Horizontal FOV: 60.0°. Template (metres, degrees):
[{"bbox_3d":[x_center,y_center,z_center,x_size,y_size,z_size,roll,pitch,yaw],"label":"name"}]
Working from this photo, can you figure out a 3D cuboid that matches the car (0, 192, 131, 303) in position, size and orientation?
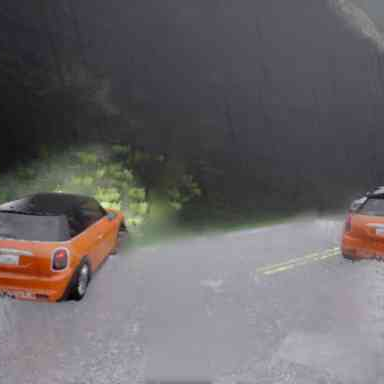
[{"bbox_3d":[-2.863,0.800,7.372,2.097,1.767,4.553,5,8,0],"label":"car"}]

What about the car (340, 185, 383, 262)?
[{"bbox_3d":[5.711,0.753,8.199,4.553,1.767,2.097,-4,6,-36],"label":"car"}]

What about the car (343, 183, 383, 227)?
[{"bbox_3d":[8.734,0.417,14.289,4.674,1.442,1.812,-3,5,-33],"label":"car"}]
